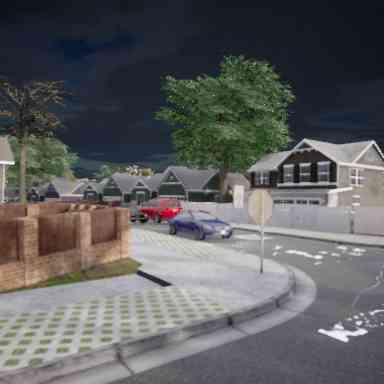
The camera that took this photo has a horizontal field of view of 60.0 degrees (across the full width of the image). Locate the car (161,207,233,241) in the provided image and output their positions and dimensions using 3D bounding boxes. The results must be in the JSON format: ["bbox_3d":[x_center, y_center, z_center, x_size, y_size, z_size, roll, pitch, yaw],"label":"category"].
[{"bbox_3d":[0.312,1.751,18.313,1.812,1.442,4.674,2,-2,-32],"label":"car"}]

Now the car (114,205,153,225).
[{"bbox_3d":[-5.380,1.940,27.192,1.895,1.301,4.718,2,-2,-35],"label":"car"}]

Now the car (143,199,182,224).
[{"bbox_3d":[-2.851,1.655,28.604,2.150,2.045,5.566,2,-2,-34],"label":"car"}]
